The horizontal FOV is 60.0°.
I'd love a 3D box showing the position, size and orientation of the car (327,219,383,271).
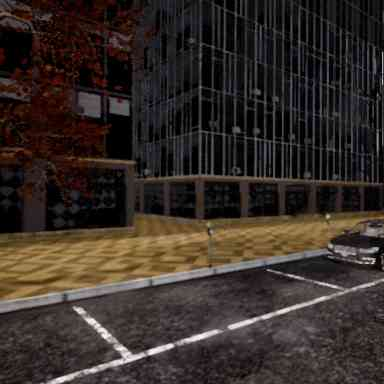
[{"bbox_3d":[6.238,1.597,10.990,4.403,1.369,2.008,0,0,-35],"label":"car"}]
